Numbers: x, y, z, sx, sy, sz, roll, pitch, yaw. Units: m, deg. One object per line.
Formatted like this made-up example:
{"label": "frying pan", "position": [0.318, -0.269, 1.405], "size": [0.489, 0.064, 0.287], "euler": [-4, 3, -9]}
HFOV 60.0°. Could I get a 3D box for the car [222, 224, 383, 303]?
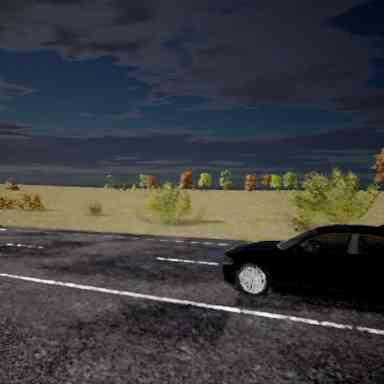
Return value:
{"label": "car", "position": [3.097, 1.423, 7.035], "size": [5.008, 1.535, 1.882], "euler": [0, 0, 25]}
